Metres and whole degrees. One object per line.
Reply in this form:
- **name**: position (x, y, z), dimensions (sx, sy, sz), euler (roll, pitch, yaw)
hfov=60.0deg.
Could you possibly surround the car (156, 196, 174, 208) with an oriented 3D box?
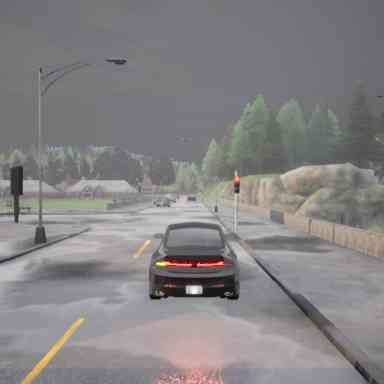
- **car**: position (-4.115, 1.490, 47.995), dimensions (2.128, 1.511, 4.902), euler (0, 0, 0)

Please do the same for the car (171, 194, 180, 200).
- **car**: position (-4.037, 1.253, 81.106), dimensions (1.994, 1.385, 4.181), euler (0, 0, 0)

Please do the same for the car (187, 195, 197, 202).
- **car**: position (-0.032, 1.321, 70.999), dimensions (1.882, 1.535, 5.008), euler (0, 0, 0)

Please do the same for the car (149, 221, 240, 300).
- **car**: position (0.057, 1.505, 8.381), dimensions (1.837, 1.490, 4.892), euler (0, 0, 0)

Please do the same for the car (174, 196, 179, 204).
- **car**: position (-4.066, 1.523, 65.170), dimensions (1.812, 1.442, 4.674), euler (0, 0, 0)
